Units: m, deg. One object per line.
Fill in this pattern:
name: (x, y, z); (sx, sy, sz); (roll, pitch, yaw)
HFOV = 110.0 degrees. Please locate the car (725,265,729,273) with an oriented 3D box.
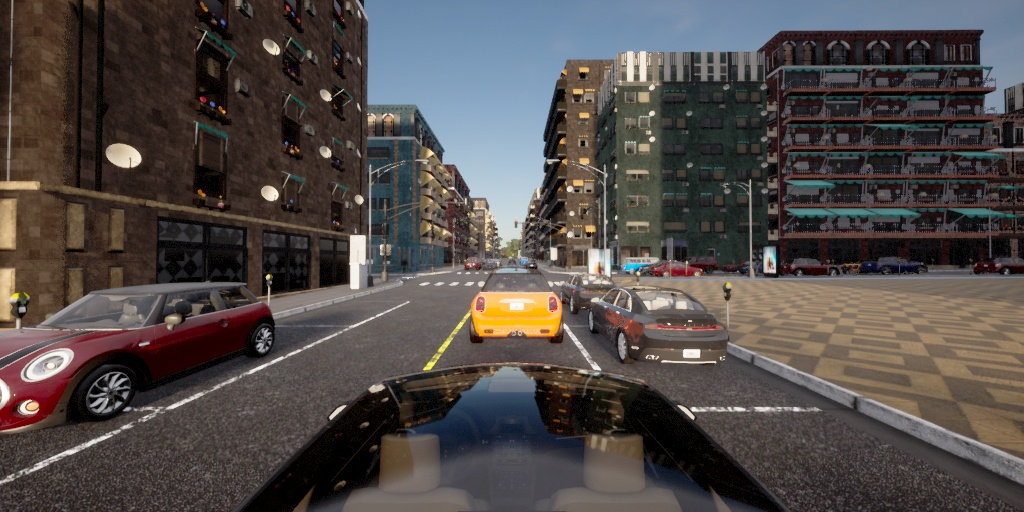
car: (24.851, 1.165, 38.310); (4.507, 1.381, 1.888); (0, 0, 0)

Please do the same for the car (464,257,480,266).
car: (-5.655, 1.083, 51.636); (2.192, 1.841, 5.009); (0, 0, 0)

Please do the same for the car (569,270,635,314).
car: (2.829, 1.304, 13.398); (2.007, 1.370, 4.403); (0, 0, 0)

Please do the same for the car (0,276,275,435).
car: (-5.816, 1.191, 5.598); (1.967, 1.591, 4.097); (0, 0, 0)

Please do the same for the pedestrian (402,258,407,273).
pedestrian: (-12.501, 1.097, 41.566); (0.375, 1.860, 0.375); (0, 0, 0)

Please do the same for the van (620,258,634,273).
van: (13.796, 1.045, 38.397); (3.998, 1.789, 1.690); (0, 0, 0)

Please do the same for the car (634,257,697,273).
car: (15.225, 1.147, 35.807); (4.902, 1.511, 2.128); (0, -1, 1)

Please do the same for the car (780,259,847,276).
car: (24.783, 0.935, 29.930); (4.097, 1.591, 1.967); (0, 0, 0)

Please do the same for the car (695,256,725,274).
car: (19.323, 0.977, 38.354); (5.009, 1.841, 2.192); (0, 0, 0)

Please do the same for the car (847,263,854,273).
car: (35.624, 0.977, 35.636); (5.008, 1.535, 1.882); (0, -1, 1)

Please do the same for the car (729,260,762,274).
car: (25.175, 1.126, 35.728); (5.357, 1.411, 2.033); (0, -1, 0)

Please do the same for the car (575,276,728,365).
car: (2.825, 1.302, 7.828); (2.007, 1.370, 4.403); (0, 0, 0)

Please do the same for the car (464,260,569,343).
car: (0.103, 1.104, 9.809); (2.097, 1.767, 4.553); (0, 0, 0)

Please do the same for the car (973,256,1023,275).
car: (41.364, 0.811, 29.799); (4.097, 1.591, 1.967); (0, 0, 0)

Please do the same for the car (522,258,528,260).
car: (2.726, 1.334, 51.591); (1.948, 1.339, 4.313); (0, 0, 0)

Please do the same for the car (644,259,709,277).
car: (13.728, 1.162, 30.017); (4.207, 1.307, 1.802); (0, 0, 0)

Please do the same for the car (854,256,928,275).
car: (34.494, 0.813, 32.458); (4.553, 1.767, 2.097); (0, -1, 0)
